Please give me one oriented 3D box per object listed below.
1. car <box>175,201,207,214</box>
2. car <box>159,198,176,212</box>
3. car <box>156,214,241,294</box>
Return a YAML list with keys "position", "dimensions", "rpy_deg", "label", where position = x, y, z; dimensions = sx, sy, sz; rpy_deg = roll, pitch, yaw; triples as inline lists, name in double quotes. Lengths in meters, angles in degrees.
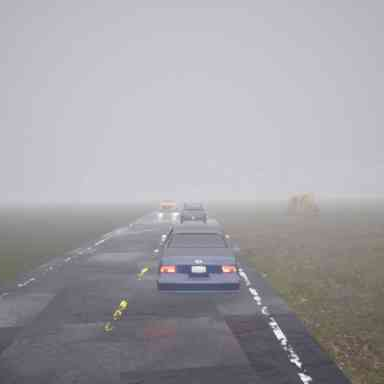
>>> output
- position: [0.100, 1.498, 24.427]
  dimensions: [2.128, 1.511, 4.902]
  rpy_deg: [0, 0, 0]
  label: "car"
- position: [-2.718, 1.492, 39.106]
  dimensions: [1.882, 1.535, 5.008]
  rpy_deg: [0, 0, 0]
  label: "car"
- position: [0.113, 1.549, 8.962]
  dimensions: [2.033, 1.411, 5.357]
  rpy_deg: [0, 0, 0]
  label: "car"
